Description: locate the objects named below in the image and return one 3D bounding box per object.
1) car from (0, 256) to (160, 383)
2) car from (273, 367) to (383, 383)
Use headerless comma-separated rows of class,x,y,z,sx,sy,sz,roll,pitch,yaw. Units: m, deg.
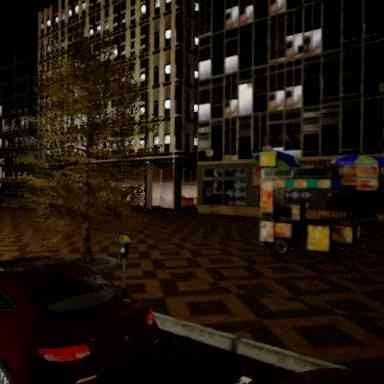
car,-2.317,1.552,4.504,4.206,1.307,1.802,0,1,35
car,2.193,1.588,1.311,4.206,1.307,1.802,0,1,35
